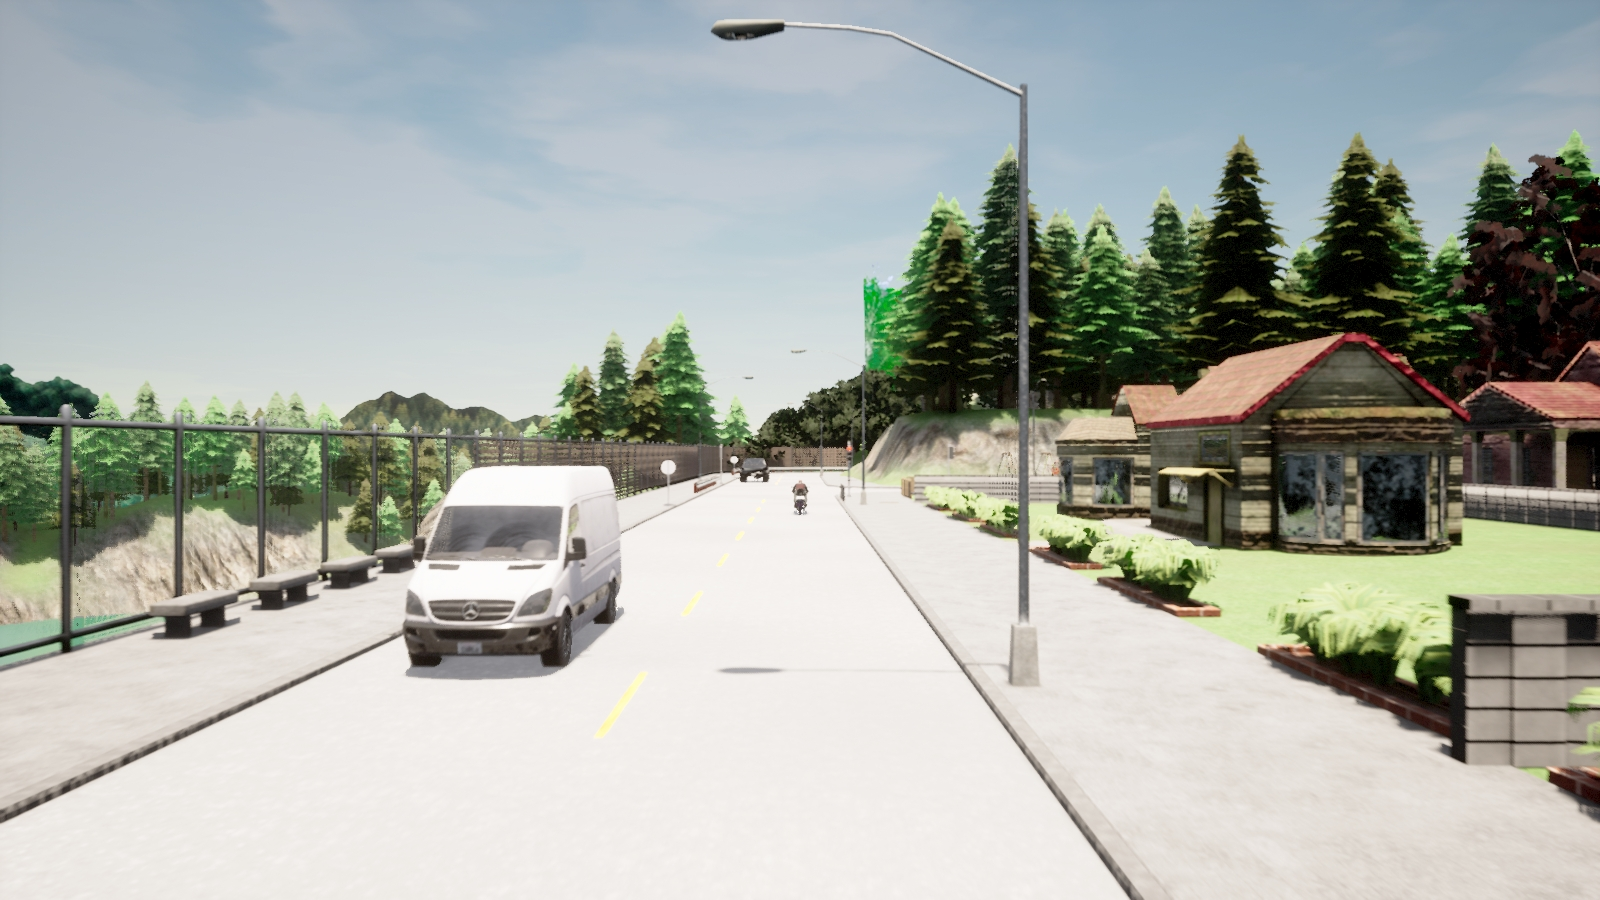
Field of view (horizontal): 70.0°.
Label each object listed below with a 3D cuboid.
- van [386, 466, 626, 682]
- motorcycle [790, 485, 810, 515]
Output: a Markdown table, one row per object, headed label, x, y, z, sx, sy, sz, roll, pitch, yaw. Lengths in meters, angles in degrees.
| label | x | y | z | sx | sy | sz | roll | pitch | yaw |
| --- | --- | --- | --- | --- | --- | --- | --- | --- | --- |
| van | -3.992 | 1.536 | 16.733 | 1.988 | 2.561 | 5.915 | 0 | 0 | 0 |
| motorcycle | 0.020 | 2.205 | 50.694 | 0.867 | 1.251 | 2.209 | 0 | 0 | 0 |
